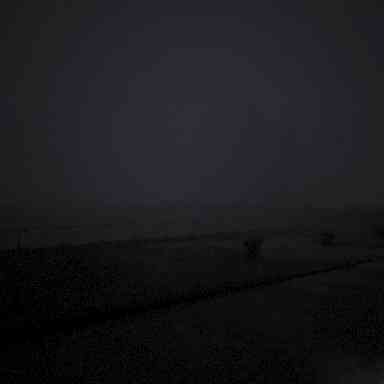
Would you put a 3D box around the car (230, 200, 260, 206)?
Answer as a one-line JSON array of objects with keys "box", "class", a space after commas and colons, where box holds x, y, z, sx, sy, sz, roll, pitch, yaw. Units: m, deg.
[{"box": [8.229, 1.942, 52.402, 2.033, 1.411, 5.357, 1, 0, -35], "class": "car"}]
